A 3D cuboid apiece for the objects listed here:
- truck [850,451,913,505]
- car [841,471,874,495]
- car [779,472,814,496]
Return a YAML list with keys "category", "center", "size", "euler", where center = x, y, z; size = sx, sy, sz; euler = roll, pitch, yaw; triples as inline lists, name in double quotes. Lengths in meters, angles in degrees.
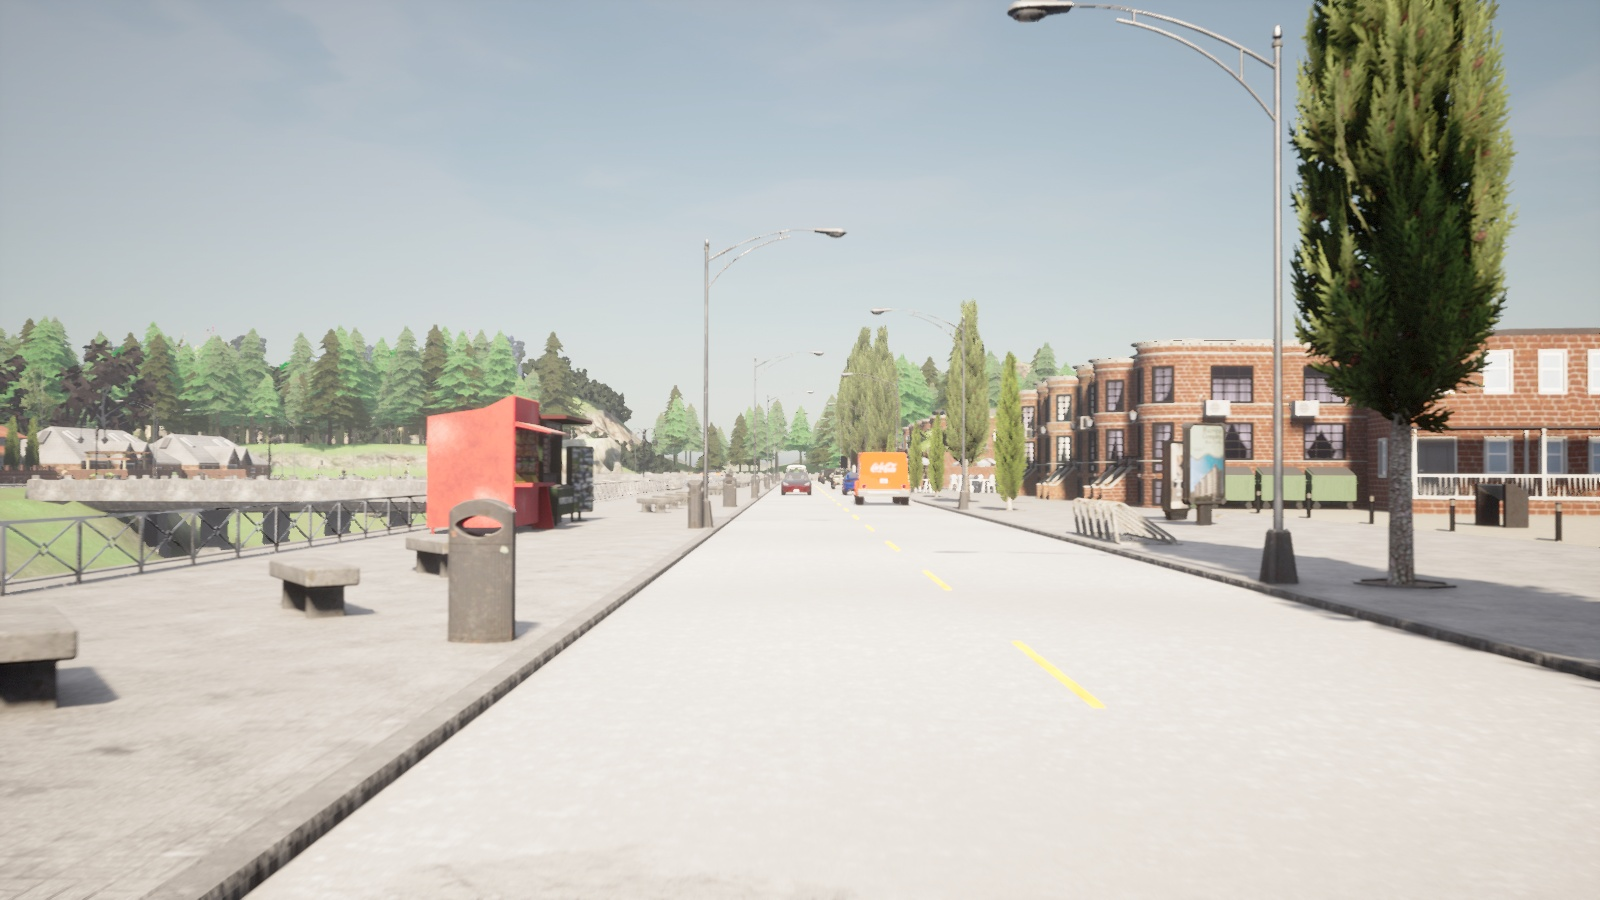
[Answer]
- category: "truck"
  center: [3.842, 1.320, 60.175]
  size: [2.627, 2.467, 5.204]
  euler: [0, -1, 0]
- category: "car"
  center: [3.784, 2.171, 83.245]
  size: [1.882, 1.535, 5.008]
  euler: [0, -1, 0]
- category: "car"
  center: [-0.210, 2.174, 81.134]
  size: [2.163, 1.488, 4.792]
  euler: [0, -1, 0]
